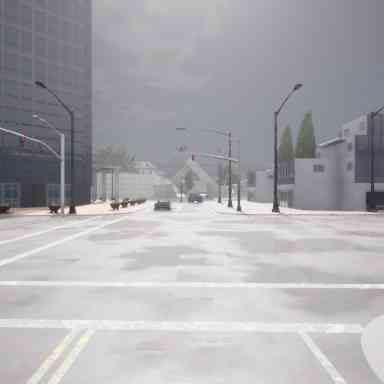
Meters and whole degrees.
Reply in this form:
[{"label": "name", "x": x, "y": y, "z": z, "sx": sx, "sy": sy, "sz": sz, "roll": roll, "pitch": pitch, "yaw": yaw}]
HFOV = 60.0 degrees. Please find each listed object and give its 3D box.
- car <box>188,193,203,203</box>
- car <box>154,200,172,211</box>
[{"label": "car", "x": 0.708, "y": 1.221, "z": 67.382, "sx": 2.150, "sy": 2.045, "sz": 5.566, "roll": 0, "pitch": 0, "yaw": 12}, {"label": "car", "x": -3.620, "y": 1.601, "z": 41.672, "sx": 1.895, "sy": 1.301, "sz": 4.718, "roll": 0, "pitch": 0, "yaw": 0}]
